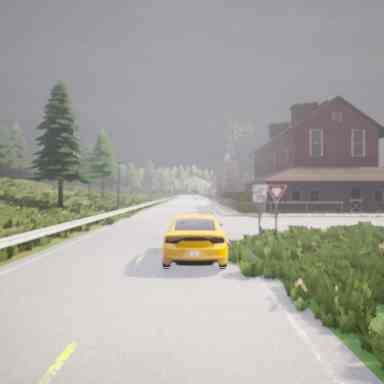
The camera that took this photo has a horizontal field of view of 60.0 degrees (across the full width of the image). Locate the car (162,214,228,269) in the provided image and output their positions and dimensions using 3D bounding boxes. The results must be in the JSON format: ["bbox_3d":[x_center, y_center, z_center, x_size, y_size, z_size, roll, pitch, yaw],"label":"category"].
[{"bbox_3d":[0.082,1.480,11.248,1.882,1.535,5.008,0,0,0],"label":"car"}]
